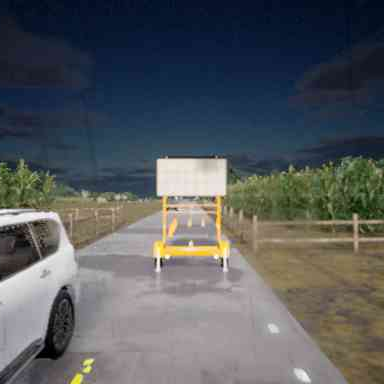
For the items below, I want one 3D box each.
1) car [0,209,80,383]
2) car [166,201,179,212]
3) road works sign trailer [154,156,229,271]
[{"bbox_3d":[-2.852,1.252,3.132,2.150,2.045,5.566,0,-1,0],"label":"car"},{"bbox_3d":[-2.893,2.029,47.566,1.837,1.490,4.892,0,-1,0],"label":"car"},{"bbox_3d":[-0.010,0.571,11.292,2.380,3.560,2.880,0,-1,0],"label":"road works sign trailer"}]
